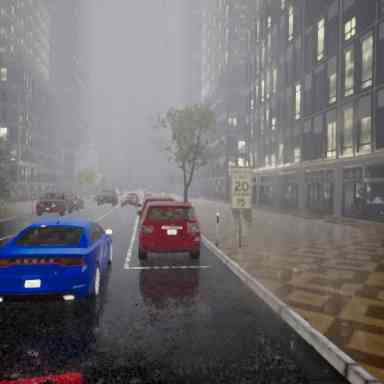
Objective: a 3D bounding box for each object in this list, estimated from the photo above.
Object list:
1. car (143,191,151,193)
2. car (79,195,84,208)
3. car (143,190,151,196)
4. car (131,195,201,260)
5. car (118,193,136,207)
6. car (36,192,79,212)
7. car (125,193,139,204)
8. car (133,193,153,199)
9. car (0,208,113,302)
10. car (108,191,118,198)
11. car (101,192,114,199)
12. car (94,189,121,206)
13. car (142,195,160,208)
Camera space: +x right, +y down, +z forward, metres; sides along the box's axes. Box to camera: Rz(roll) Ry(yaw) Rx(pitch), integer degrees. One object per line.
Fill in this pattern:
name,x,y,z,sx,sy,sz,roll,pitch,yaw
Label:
car,-7.280,0.938,56.030,1.887,1.381,4.507,1,1,-8
car,-11.955,0.978,32.907,1.967,1.590,4.097,1,1,-8
car,-12.746,0.274,94.549,2.192,1.841,5.009,1,1,-8
car,-0.917,1.220,12.021,2.192,1.841,5.009,1,1,-8
car,-7.662,1.129,40.949,1.895,1.301,4.718,1,1,-8
car,-11.172,0.917,27.402,2.192,1.841,5.009,1,1,-8
car,-9.108,0.892,50.801,1.882,1.535,5.008,1,1,-8
car,-1.794,1.154,17.510,2.192,1.841,5.009,1,1,-8
car,-3.070,1.387,8.135,1.882,1.535,5.008,1,1,-8
car,-18.205,0.476,76.932,1.967,1.590,4.097,1,1,-8
car,-16.644,0.711,65.927,2.008,1.369,4.403,1,1,-8
car,-10.731,0.687,42.564,2.150,2.045,5.566,1,1,-8
car,-4.936,1.133,39.520,2.008,1.369,4.403,1,1,-8
